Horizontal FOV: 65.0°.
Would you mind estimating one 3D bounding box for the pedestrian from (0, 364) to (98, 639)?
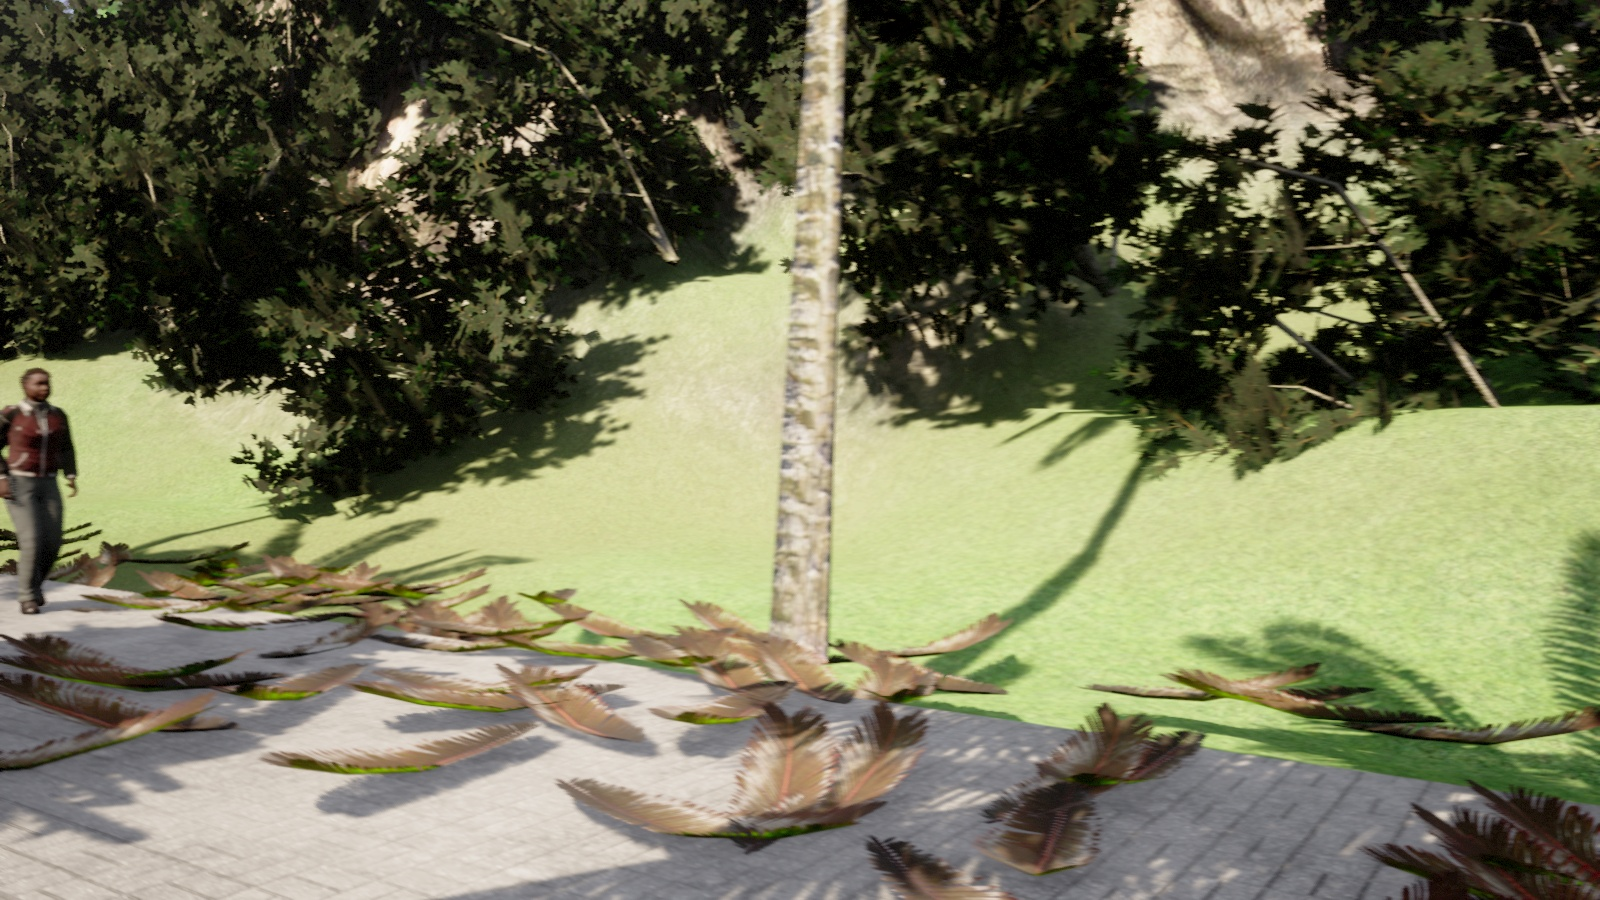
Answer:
[{"bbox_3d":[-5.516,0.361,9.162,0.666,1.930,0.402,0,1,34],"label":"pedestrian"}]
